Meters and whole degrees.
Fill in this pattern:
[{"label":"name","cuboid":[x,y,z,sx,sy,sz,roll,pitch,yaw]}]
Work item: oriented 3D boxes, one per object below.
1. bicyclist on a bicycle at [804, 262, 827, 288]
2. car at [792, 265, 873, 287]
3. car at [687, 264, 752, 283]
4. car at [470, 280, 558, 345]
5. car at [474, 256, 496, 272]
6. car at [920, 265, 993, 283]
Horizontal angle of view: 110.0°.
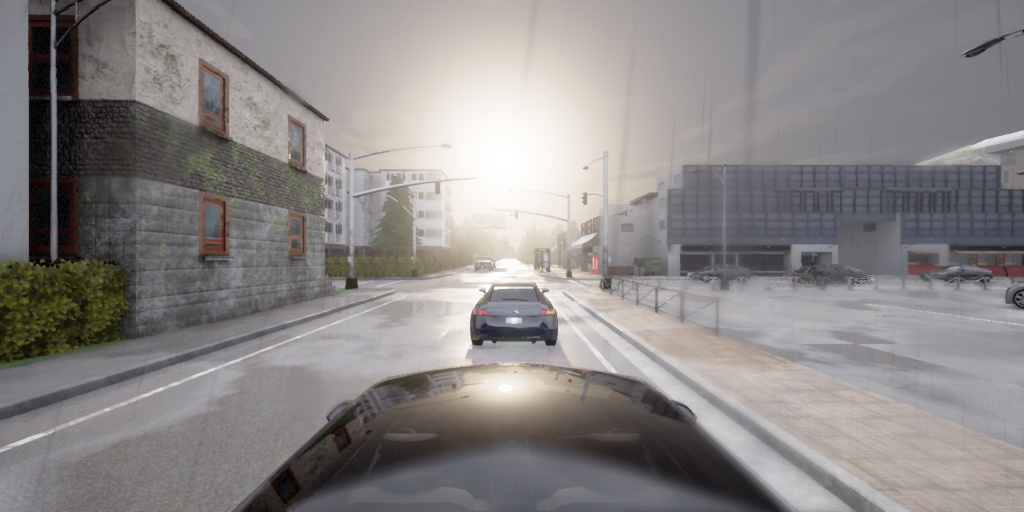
[{"label":"bicyclist on a bicycle","cuboid":[18.692,1.227,22.092,0.582,1.620,1.656,0,0,0]},{"label":"car","cuboid":[23.058,1.431,25.890,4.892,1.490,1.837,0,0,0]},{"label":"car","cuboid":[17.037,1.417,29.569,4.902,1.511,2.128,0,0,0]},{"label":"car","cuboid":[0.054,1.314,9.473,1.994,1.385,4.181,0,0,0]},{"label":"car","cuboid":[-3.647,0.972,47.090,2.150,2.045,5.566,0,0,0]},{"label":"car","cuboid":[36.712,1.452,29.617,4.674,1.442,1.812,0,0,0]}]
